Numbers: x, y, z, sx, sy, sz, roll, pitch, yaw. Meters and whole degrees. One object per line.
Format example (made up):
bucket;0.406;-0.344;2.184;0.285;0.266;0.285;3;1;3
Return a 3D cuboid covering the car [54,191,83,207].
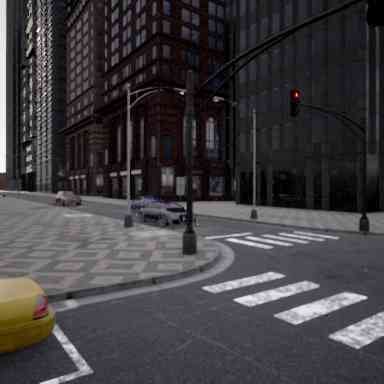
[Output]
car;-13.768;0.669;36.951;2.097;1.767;4.553;0;1;-36

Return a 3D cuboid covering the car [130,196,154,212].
car;-4.021;1.064;28.902;1.812;1.442;4.674;0;1;-36

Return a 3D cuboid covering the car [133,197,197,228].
car;-1.535;1.261;19.972;1.994;1.385;4.181;0;1;-36

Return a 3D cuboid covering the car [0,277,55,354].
car;-4.169;1.525;3.674;4.829;1.417;1.752;0;0;-35
